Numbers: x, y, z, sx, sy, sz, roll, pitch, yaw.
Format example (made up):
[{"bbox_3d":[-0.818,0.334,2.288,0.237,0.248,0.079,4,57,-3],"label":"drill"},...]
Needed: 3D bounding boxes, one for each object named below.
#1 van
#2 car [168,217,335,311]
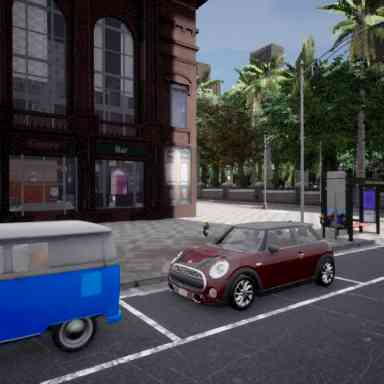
[{"bbox_3d":[-2.977,1.341,4.531,3.998,1.788,1.690,0,0,-36],"label":"van"},{"bbox_3d":[1.439,1.439,7.684,4.097,1.590,1.967,0,0,-36],"label":"car"}]
